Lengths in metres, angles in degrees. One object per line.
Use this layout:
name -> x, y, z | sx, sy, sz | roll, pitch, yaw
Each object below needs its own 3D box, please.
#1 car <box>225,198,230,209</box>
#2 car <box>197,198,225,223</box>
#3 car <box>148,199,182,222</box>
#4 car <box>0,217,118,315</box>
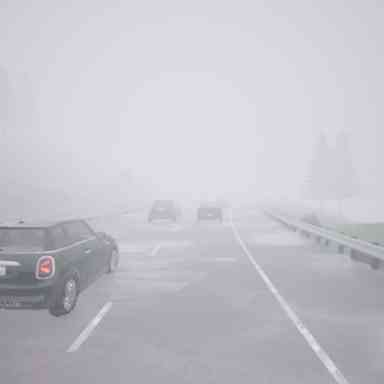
car -> 4.169, 1.513, 46.307 | 2.163, 1.488, 4.792 | 0, 0, 10
car -> 1.455, 1.481, 25.934 | 1.882, 1.535, 5.008 | 0, 0, 6
car -> -2.021, 1.351, 26.188 | 2.097, 1.767, 4.553 | 0, 0, 5
car -> -3.210, 1.348, 7.713 | 2.097, 1.767, 4.553 | 0, 0, 2
